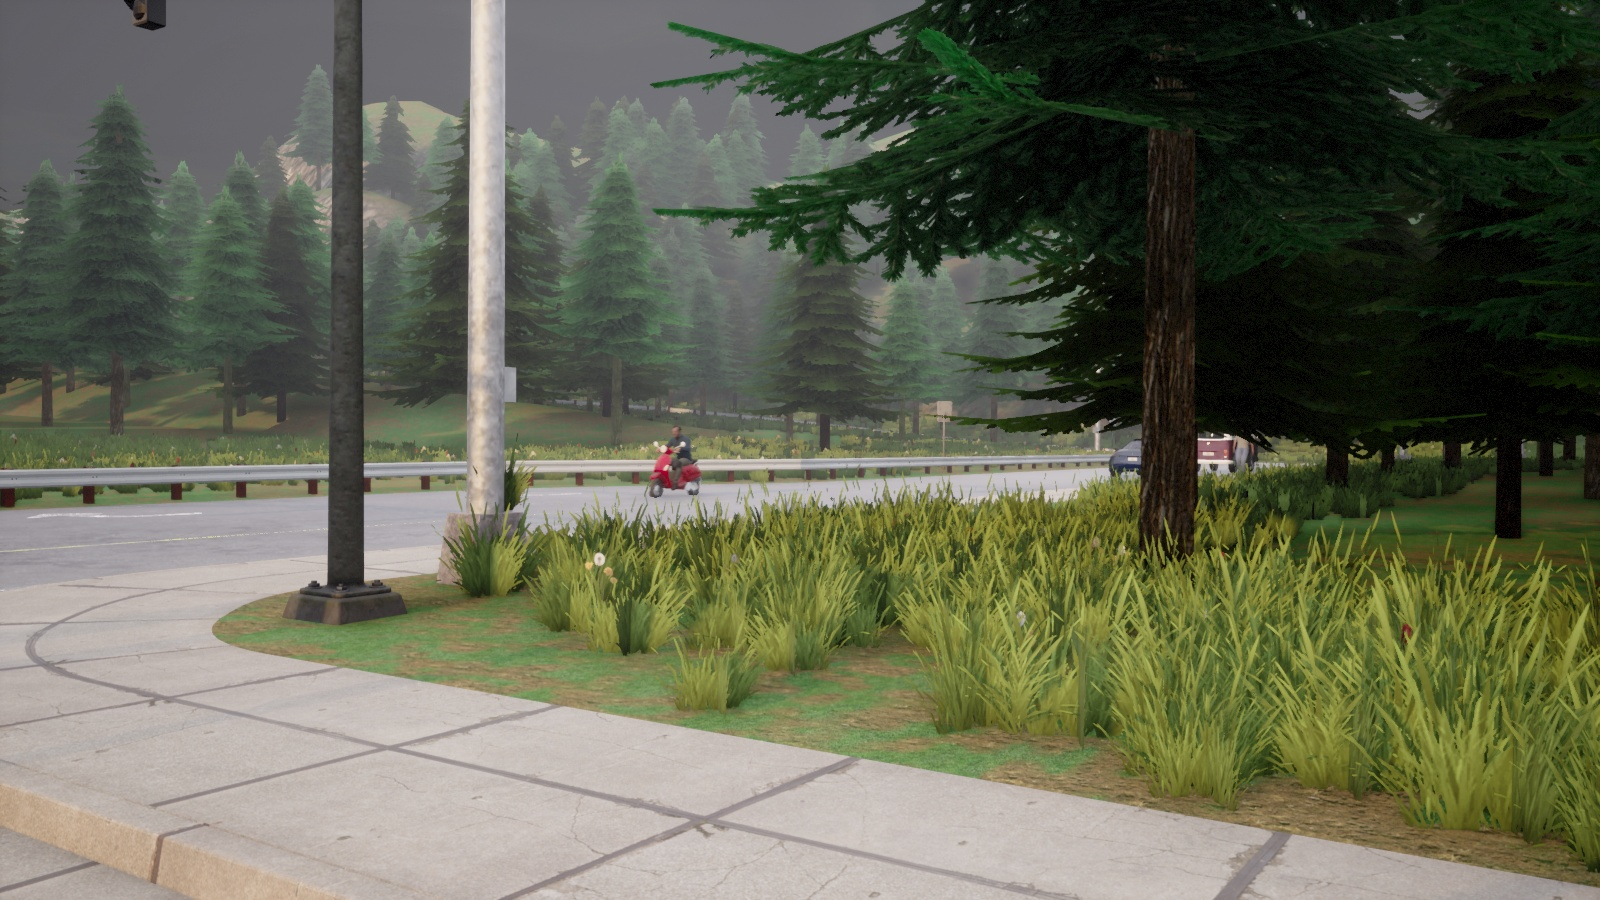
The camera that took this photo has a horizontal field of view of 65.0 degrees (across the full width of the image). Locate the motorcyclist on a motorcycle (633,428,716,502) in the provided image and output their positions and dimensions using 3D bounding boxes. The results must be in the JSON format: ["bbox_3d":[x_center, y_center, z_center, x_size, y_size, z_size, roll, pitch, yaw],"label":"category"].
[{"bbox_3d":[-2.759,0.304,27.741,0.866,1.590,1.817,0,1,33],"label":"motorcyclist on a motorcycle"}]

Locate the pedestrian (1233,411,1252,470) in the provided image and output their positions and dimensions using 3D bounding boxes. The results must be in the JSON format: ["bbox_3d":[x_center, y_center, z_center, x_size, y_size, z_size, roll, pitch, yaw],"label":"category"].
[{"bbox_3d":[13.820,-0.294,39.239,0.354,1.836,0.706,0,1,38],"label":"pedestrian"}]

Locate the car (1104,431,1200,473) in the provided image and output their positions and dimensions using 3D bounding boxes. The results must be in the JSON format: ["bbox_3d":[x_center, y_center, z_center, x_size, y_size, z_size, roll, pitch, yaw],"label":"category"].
[{"bbox_3d":[12.544,0.046,44.617,1.994,1.385,4.181,0,1,35],"label":"car"}]

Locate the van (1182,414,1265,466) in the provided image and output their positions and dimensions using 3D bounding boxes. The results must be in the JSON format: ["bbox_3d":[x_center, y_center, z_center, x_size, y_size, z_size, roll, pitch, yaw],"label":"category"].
[{"bbox_3d":[17.456,-0.436,51.694,2.069,2.038,4.480,0,1,35],"label":"van"}]
